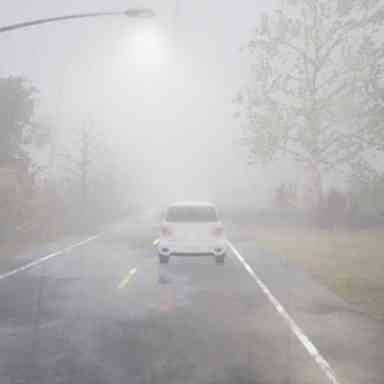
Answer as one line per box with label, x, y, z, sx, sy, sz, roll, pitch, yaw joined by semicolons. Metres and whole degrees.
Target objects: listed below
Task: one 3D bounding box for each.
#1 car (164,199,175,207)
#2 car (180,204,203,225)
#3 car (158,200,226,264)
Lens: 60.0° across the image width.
car;-4.567;2.226;65.883;2.033;1.411;5.357;0;-1;-6
car;-0.041;1.816;28.491;1.837;1.490;4.892;0;0;0
car;0.003;1.362;12.566;2.150;2.045;5.566;0;0;0
